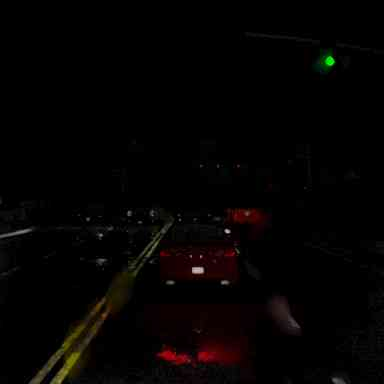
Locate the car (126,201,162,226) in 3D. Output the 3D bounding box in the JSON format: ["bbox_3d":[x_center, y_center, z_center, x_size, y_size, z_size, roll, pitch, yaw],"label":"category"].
[{"bbox_3d":[-3.479,1.473,24.640,2.097,1.767,4.553,0,0,1],"label":"car"}]

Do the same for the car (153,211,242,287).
[{"bbox_3d":[0.116,1.525,9.475,1.882,1.535,5.008,0,-1,0],"label":"car"}]

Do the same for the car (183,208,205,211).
[{"bbox_3d":[0.136,1.645,19.694,2.033,1.411,5.357,0,0,0],"label":"car"}]

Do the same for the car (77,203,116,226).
[{"bbox_3d":[-6.976,1.630,24.825,1.837,1.490,4.892,0,-1,1],"label":"car"}]

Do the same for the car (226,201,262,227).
[{"bbox_3d":[3.671,1.472,24.123,2.097,1.767,4.553,0,0,1],"label":"car"}]
